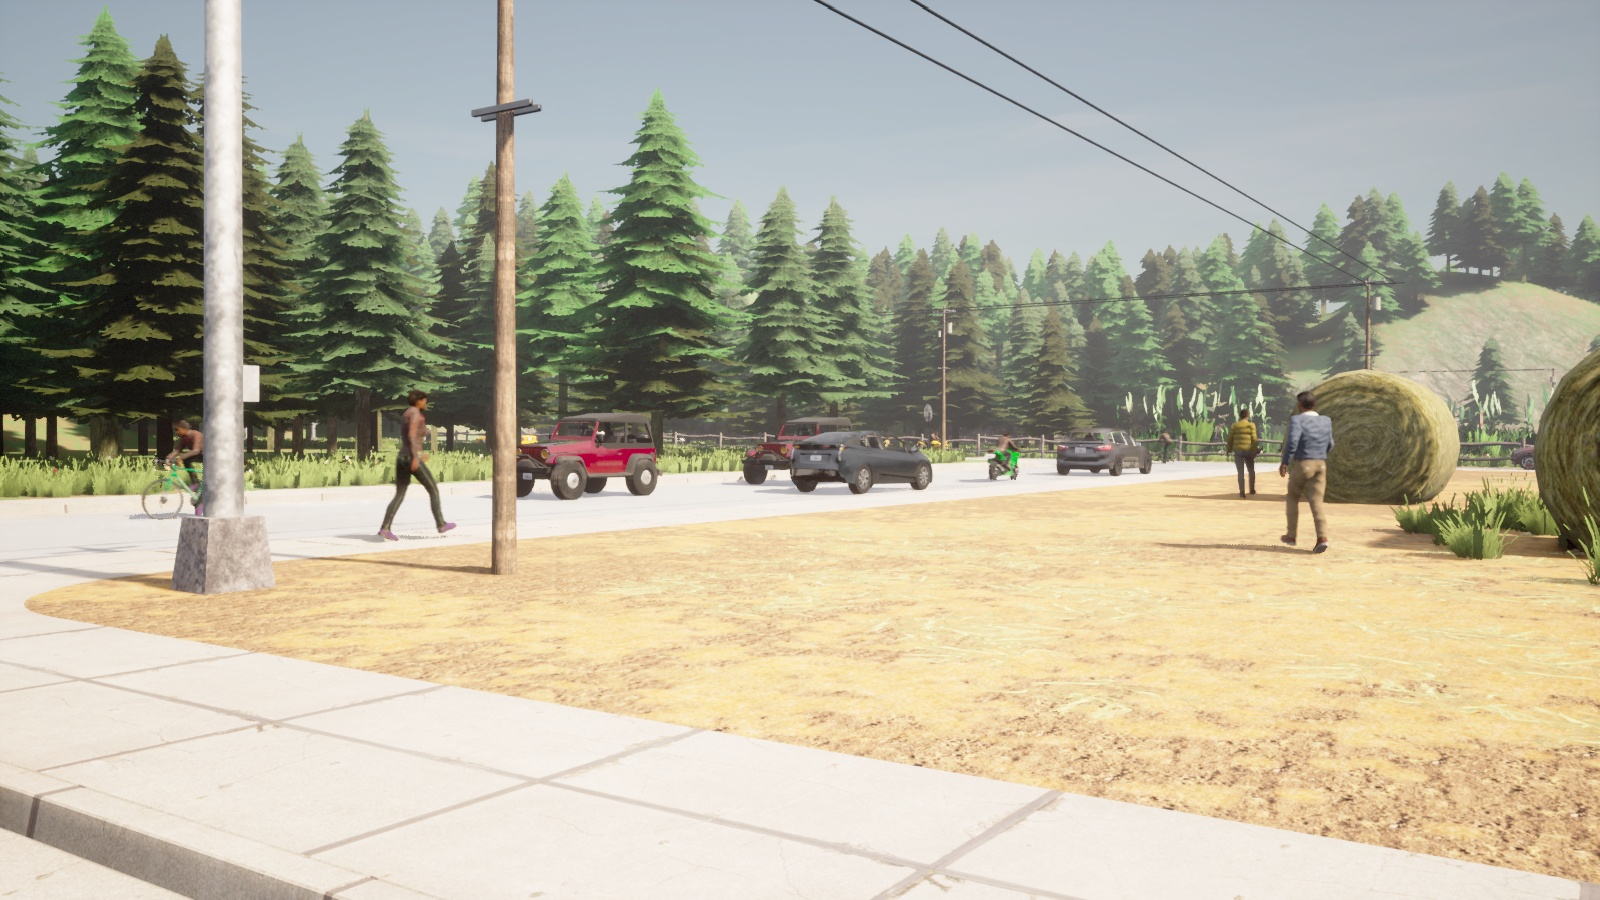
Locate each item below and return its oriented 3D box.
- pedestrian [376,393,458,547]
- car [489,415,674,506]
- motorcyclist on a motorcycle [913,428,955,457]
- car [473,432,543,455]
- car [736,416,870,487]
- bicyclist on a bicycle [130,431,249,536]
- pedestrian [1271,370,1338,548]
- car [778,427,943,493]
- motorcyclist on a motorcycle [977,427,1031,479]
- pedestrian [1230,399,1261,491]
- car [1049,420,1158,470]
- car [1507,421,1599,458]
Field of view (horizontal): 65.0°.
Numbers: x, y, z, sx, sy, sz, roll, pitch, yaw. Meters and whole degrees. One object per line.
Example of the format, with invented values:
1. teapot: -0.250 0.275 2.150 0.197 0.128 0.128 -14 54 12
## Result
1. pedestrian: -4.608 0.228 15.136 0.328 1.805 0.869 0 1 45
2. car: -4.816 0.179 28.153 1.905 1.878 3.866 0 1 35
3. motorcyclist on a motorcycle: 7.023 -0.400 65.785 2.044 1.523 0.797 0 1 37
4. car: -21.135 -0.476 90.680 5.366 1.575 1.801 0 1 36
5. car: 0.150 0.006 35.344 1.905 1.878 3.866 0 1 35
6. bicyclist on a bicycle: -10.008 0.516 20.635 0.582 1.620 1.656 0 2 35
7. pedestrian: 5.695 0.094 14.199 0.423 1.949 0.788 -1 1 -1
8. car: 1.584 0.201 31.260 2.007 1.525 4.514 0 1 35
9. motorcyclist on a motorcycle: 6.185 0.077 37.923 0.797 1.523 2.044 0 0 35
10. pedestrian: 9.052 -0.111 25.506 0.431 1.840 0.709 0 1 33
11. car: 10.847 -0.222 44.678 2.242 1.667 4.611 0 1 35
12. car: 31.698 -0.434 51.315 4.674 1.442 1.812 0 1 37
